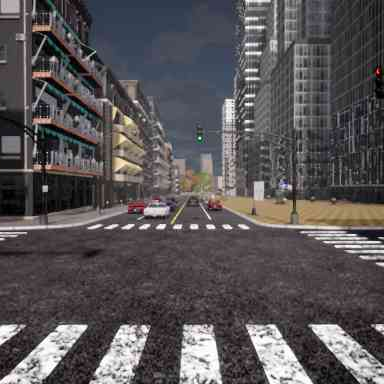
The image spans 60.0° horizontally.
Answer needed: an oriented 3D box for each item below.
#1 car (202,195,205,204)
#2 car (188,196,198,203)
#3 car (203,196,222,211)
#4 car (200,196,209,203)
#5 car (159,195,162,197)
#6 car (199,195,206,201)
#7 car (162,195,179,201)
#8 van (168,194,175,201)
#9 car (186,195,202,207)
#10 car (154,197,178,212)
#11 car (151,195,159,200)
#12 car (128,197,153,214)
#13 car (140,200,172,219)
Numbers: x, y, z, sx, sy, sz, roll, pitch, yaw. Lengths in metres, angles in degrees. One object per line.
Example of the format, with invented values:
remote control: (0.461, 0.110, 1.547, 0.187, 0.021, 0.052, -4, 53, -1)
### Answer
car: (2.731, 1.600, 63.604, 2.008, 1.369, 4.403, -1, 0, 0)
car: (0.193, 1.603, 69.945, 2.033, 1.411, 5.357, 0, 0, 0)
car: (2.700, 1.572, 41.009, 1.887, 1.381, 4.507, -1, 0, 0)
car: (2.746, 1.606, 74.903, 1.887, 1.381, 4.507, -1, 0, 0)
car: (-5.635, 1.353, 52.261, 2.192, 1.841, 5.009, -1, 0, 0)
car: (2.768, 1.606, 92.020, 1.752, 1.417, 4.829, -1, 0, 0)
car: (-3.023, 1.540, 49.605, 1.837, 1.490, 4.892, 0, 0, 0)
van: (-5.582, 1.421, 91.802, 1.690, 1.788, 3.998, -1, 0, 0)
car: (0.171, 1.541, 53.183, 1.837, 1.490, 4.892, 0, -1, 0)
car: (-3.036, 1.590, 39.423, 1.994, 1.385, 4.181, 0, 0, 1)
car: (-5.648, 1.468, 40.963, 1.967, 1.590, 4.097, -1, 0, 0)
car: (-5.654, 1.568, 35.314, 1.887, 1.381, 4.507, -1, 0, 0)
car: (-3.061, 1.620, 29.363, 1.895, 1.301, 4.718, 0, 0, 0)
